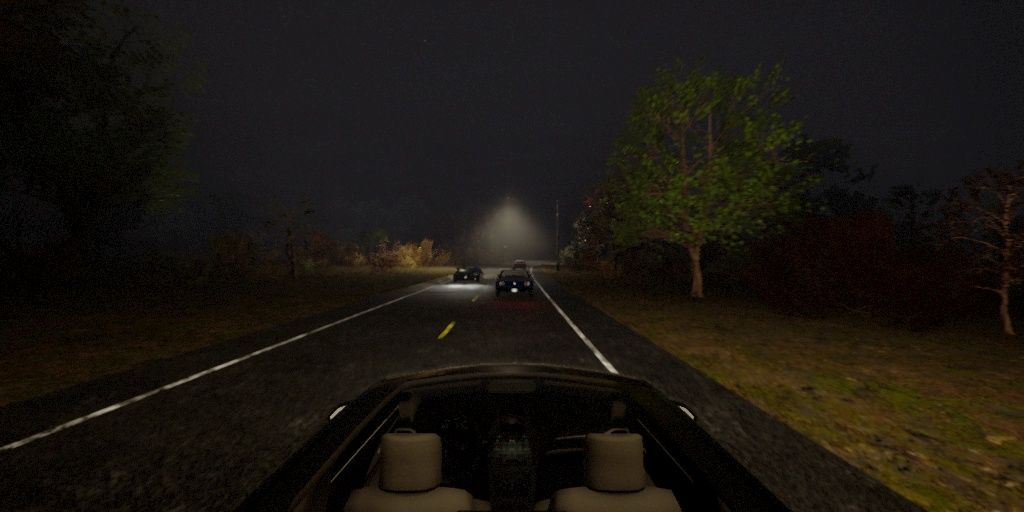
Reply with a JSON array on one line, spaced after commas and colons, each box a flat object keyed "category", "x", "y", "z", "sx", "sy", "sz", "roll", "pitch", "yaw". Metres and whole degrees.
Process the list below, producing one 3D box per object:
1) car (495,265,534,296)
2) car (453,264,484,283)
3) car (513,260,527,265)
[{"category": "car", "x": 0.138, "y": 1.356, "z": 19.260, "sx": 1.895, "sy": 1.301, "sz": 4.718, "roll": 0, "pitch": 0, "yaw": 1}, {"category": "car", "x": -3.331, "y": 1.342, "z": 27.981, "sx": 1.994, "sy": 1.385, "sz": 4.181, "roll": 0, "pitch": 0, "yaw": 1}, {"category": "car", "x": 1.232, "y": 1.298, "z": 54.270, "sx": 2.128, "sy": 1.511, "sz": 4.902, "roll": 0, "pitch": 0, "yaw": 3}]
